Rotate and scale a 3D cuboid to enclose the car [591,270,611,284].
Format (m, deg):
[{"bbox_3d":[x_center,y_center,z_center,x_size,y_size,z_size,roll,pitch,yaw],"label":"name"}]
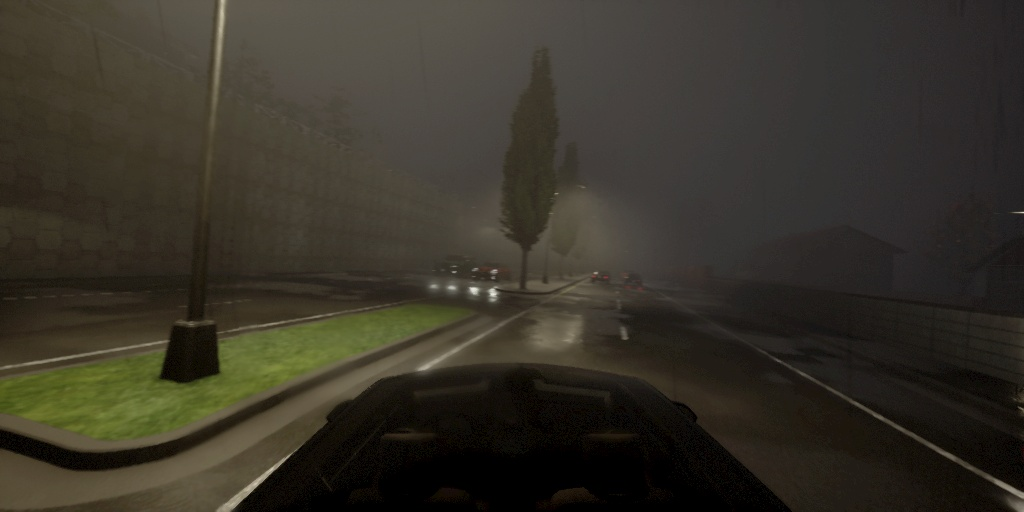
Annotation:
[{"bbox_3d":[9.907,2.323,40.024,2.033,1.411,5.357,4,0,17],"label":"car"}]

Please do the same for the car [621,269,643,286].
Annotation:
[{"bbox_3d":[13.914,2.609,41.294,1.812,1.442,4.674,4,0,16],"label":"car"}]

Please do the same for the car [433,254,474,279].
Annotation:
[{"bbox_3d":[-4.691,0.839,31.038,2.150,2.045,5.566,4,0,16],"label":"car"}]

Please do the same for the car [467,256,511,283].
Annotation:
[{"bbox_3d":[-1.576,1.189,29.262,2.097,1.767,4.553,4,0,16],"label":"car"}]

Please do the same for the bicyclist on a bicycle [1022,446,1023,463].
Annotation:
[{"bbox_3d":[4.740,1.847,2.869,0.582,1.656,1.620,4,0,38],"label":"bicyclist on a bicycle"}]

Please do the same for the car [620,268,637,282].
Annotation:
[{"bbox_3d":[17.009,2.748,52.331,2.097,1.767,4.553,4,-1,16],"label":"car"}]
